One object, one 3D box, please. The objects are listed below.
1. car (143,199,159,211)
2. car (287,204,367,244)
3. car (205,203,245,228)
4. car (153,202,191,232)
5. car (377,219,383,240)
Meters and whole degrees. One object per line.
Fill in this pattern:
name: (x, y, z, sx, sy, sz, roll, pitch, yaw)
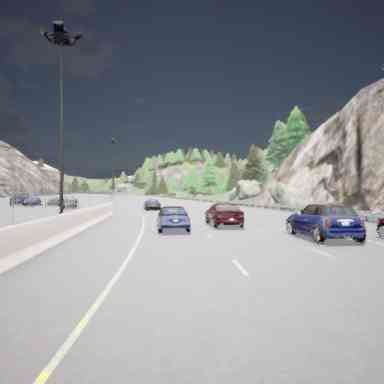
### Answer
car: (-5.070, 1.586, 42.326, 1.994, 1.385, 4.181, 0, 0, -12)
car: (6.238, 1.342, 16.007, 2.097, 1.767, 4.553, 0, 0, -5)
car: (2.074, 1.479, 22.188, 1.882, 1.535, 5.008, 0, 0, -7)
car: (-1.165, 1.555, 20.081, 2.033, 1.411, 5.357, 0, 0, -7)
car: (9.932, 1.459, 13.938, 1.882, 1.535, 5.008, 0, 0, -4)
